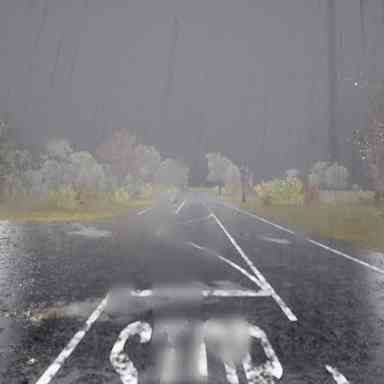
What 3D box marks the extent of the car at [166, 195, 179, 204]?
[{"bbox_3d":[-3.267,1.187,56.087,2.128,1.511,4.902,0,0,0],"label":"car"}]
